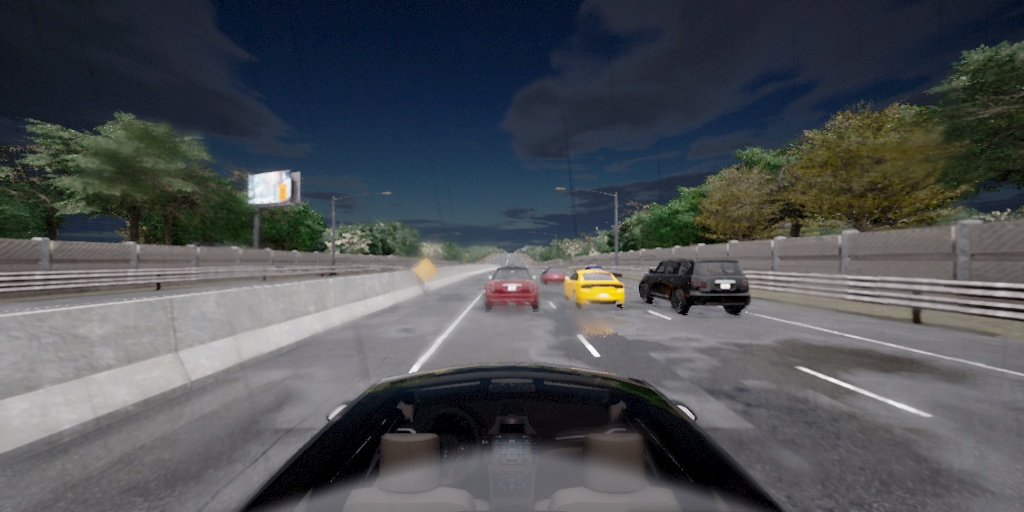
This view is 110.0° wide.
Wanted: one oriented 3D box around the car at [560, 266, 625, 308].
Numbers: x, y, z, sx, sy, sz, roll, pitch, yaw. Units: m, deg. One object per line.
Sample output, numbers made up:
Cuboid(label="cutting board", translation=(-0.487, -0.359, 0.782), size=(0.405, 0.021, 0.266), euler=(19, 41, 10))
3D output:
Cuboid(label="car", translation=(3.528, 1.368, 16.107), size=(1.882, 1.535, 5.008), euler=(0, 0, 1))

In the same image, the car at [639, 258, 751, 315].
Cuboid(label="car", translation=(7.011, 1.098, 14.435), size=(2.150, 2.045, 5.566), euler=(0, 0, 0))

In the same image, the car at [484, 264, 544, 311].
Cuboid(label="car", translation=(0.021, 1.233, 15.272), size=(2.097, 1.767, 4.553), euler=(0, -1, 0))

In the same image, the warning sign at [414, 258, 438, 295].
Cuboid(label="warning sign", translation=(-4.547, 1.035, 18.848), size=(1.300, 1.860, 1.060), euler=(0, 0, 0))

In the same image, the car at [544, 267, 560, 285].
Cuboid(label="car", translation=(3.529, 1.642, 30.354), size=(1.994, 1.385, 4.181), euler=(0, -1, 0))
